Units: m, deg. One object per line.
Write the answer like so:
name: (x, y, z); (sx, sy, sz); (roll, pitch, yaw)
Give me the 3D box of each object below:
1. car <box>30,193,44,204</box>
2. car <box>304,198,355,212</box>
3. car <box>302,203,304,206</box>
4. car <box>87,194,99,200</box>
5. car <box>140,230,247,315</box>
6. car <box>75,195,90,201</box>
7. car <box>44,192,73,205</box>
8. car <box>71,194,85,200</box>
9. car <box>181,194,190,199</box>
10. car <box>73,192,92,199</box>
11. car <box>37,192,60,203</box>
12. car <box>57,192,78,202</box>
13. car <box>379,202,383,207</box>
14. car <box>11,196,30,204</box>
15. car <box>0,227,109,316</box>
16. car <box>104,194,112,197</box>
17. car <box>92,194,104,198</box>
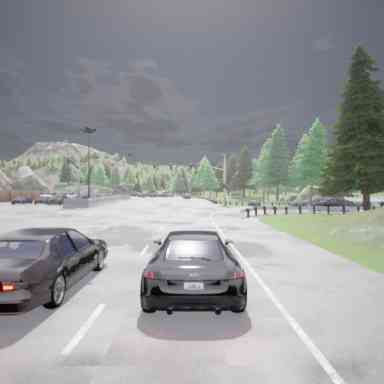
car: (-25.103, 1.377, 56.549); (1.994, 1.385, 4.181); (0, 0, 0)
car: (15.656, 1.393, 37.531); (4.902, 1.511, 2.128); (0, 0, 7)
car: (15.730, 1.449, 41.052); (4.181, 1.385, 1.994); (0, 0, 7)
car: (-25.569, 1.232, 85.765); (1.994, 1.385, 4.181); (0, 0, -3)
car: (0.030, 1.562, 7.649); (1.994, 1.385, 4.181); (0, 0, 0)
car: (-25.251, 1.315, 77.028); (1.895, 1.301, 4.718); (0, 0, -1)
car: (-21.591, 1.178, 53.822); (2.097, 1.767, 4.553); (0, 0, 0)
car: (-28.966, 1.211, 84.507); (2.128, 1.511, 4.902); (0, 0, -3)
car: (-1.707, 1.201, 92.701); (1.994, 1.385, 4.181); (0, 0, -11)
car: (-21.639, 1.271, 64.084); (2.128, 1.511, 4.902); (0, 0, 0)
car: (-28.642, 0.993, 66.596); (2.150, 2.045, 5.566); (0, 0, -1)
car: (-25.148, 0.990, 67.259); (2.150, 2.045, 5.566); (0, 0, -1)
car: (25.052, 1.370, 39.514); (5.008, 1.535, 1.882); (0, 0, 13)
car: (-28.593, 1.379, 56.066); (1.994, 1.385, 4.181); (0, 0, 0)
car: (-3.469, 1.546, 7.798); (2.033, 1.411, 5.357); (0, 0, 0)
car: (-21.865, 1.219, 82.536); (1.812, 1.442, 4.674); (0, 0, -1)
car: (-21.713, 1.262, 73.411); (2.128, 1.511, 4.902); (0, 0, -1)
